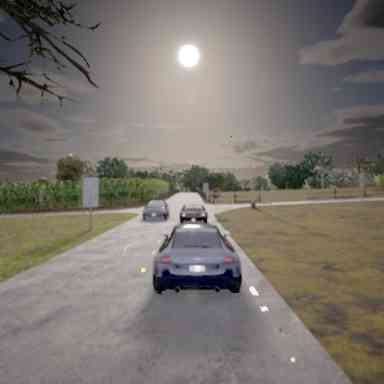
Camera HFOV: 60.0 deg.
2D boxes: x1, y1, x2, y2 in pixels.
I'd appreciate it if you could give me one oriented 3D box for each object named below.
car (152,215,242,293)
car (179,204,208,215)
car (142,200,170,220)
[{"bbox_3d":[0.104,1.526,8.813,1.994,1.385,4.181,0,0,0],"label":"car"},{"bbox_3d":[0.100,1.465,23.377,1.895,1.301,4.718,0,1,0],"label":"car"},{"bbox_3d":[-2.755,1.361,26.306,1.812,1.442,4.674,0,0,0],"label":"car"}]
